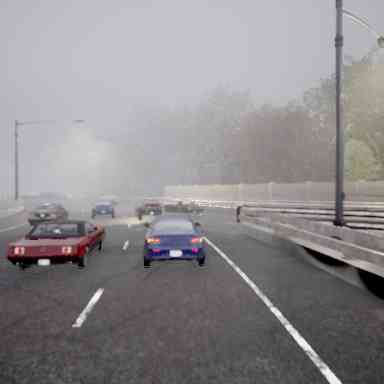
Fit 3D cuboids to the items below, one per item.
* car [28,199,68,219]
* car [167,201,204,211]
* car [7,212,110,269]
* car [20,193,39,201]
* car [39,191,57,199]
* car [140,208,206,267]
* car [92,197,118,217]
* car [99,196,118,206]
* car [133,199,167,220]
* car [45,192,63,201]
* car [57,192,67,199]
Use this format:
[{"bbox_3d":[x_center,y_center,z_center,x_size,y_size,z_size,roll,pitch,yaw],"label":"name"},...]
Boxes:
[{"bbox_3d":[-9.649,1.467,22.657,2.033,1.411,5.357,0,0,-13],"label":"car"},{"bbox_3d":[-1.020,1.443,30.816,1.895,1.301,4.718,0,0,-34],"label":"car"},{"bbox_3d":[-4.123,1.559,11.011,1.895,1.301,4.718,0,0,-5],"label":"car"},{"bbox_3d":[-35.302,1.098,71.387,1.882,1.535,5.008,0,0,-45],"label":"car"},{"bbox_3d":[-32.759,0.824,73.788,2.150,2.045,5.566,0,0,-45],"label":"car"},{"bbox_3d":[-0.654,1.472,11.209,1.812,1.442,4.674,0,0,-5],"label":"car"},{"bbox_3d":[-7.726,1.407,28.981,1.812,1.442,4.674,0,0,-15],"label":"car"},{"bbox_3d":[-12.854,1.381,51.209,1.895,1.301,4.718,0,0,-26],"label":"car"},{"bbox_3d":[-3.591,1.378,27.040,1.837,1.490,4.892,0,-1,-15],"label":"car"},{"bbox_3d":[-32.741,0.943,78.844,2.150,2.045,5.566,0,0,-45],"label":"car"},{"bbox_3d":[-30.171,1.102,76.149,1.812,1.442,4.674,0,0,-45],"label":"car"}]
